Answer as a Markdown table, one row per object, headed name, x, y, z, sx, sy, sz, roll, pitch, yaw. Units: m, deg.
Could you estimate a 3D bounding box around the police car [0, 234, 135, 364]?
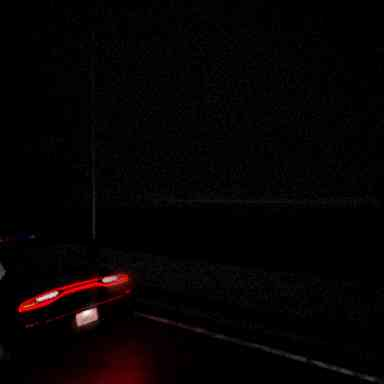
| name | x | y | z | sx | sy | sz | roll | pitch | yaw |
| --- | --- | --- | --- | --- | --- | --- | --- | --- | --- |
| police car | -3.409 | 1.573 | 5.999 | 4.974 | 1.542 | 2.038 | -1 | 0 | 36 |
